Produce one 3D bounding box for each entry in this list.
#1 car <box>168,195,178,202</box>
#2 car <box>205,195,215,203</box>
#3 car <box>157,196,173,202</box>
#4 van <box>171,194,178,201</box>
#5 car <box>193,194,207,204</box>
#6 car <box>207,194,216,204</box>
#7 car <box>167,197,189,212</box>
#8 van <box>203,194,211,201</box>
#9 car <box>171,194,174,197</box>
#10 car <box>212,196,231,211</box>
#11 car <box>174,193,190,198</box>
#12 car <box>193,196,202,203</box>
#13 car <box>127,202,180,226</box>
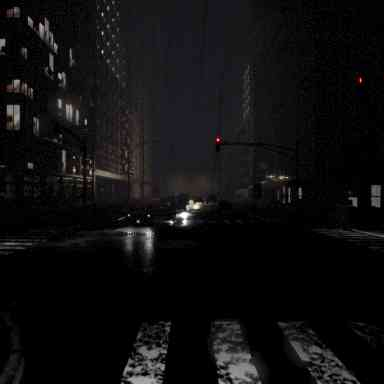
[{"bbox_3d":[-4.188,1.426,74.902,1.967,1.590,4.097,0,0,0],"label":"car"},{"bbox_3d":[3.719,1.432,69.412,1.967,1.590,4.097,0,0,0],"label":"car"},{"bbox_3d":[-4.055,1.592,47.264,1.802,1.307,4.206,0,0,0],"label":"car"},{"bbox_3d":[-4.215,1.321,80.429,1.690,1.788,3.998,0,0,0],"label":"van"},{"bbox_3d":[1.271,1.524,62.996,1.812,1.442,4.674,0,0,0],"label":"car"},{"bbox_3d":[3.746,1.313,63.884,2.192,1.841,5.009,0,0,0],"label":"car"},{"bbox_3d":[-1.546,1.615,38.631,1.895,1.301,4.718,0,0,0],"label":"car"},{"bbox_3d":[3.665,1.321,80.467,1.690,1.788,3.998,0,0,0],"label":"van"},{"bbox_3d":[-4.135,1.564,63.846,1.947,1.339,4.313,0,0,0],"label":"car"},{"bbox_3d":[3.902,1.579,41.776,1.947,1.339,4.313,0,0,0],"label":"car"},{"bbox_3d":[-1.612,1.224,60.673,2.150,2.045,5.566,0,0,1],"label":"car"},{"bbox_3d":[1.145,1.528,73.303,2.033,1.411,5.357,0,0,0],"label":"car"},{"bbox_3d":[-2.767,1.620,23.764,1.895,1.301,4.718,0,0,19],"label":"car"}]
